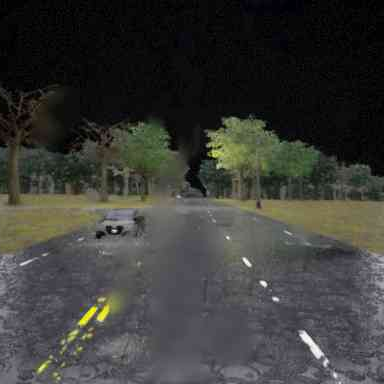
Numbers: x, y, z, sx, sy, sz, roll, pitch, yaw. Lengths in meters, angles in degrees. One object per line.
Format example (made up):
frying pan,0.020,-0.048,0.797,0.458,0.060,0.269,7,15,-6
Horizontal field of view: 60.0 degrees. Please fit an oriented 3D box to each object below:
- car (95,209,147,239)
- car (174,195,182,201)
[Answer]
car,-3.499,1.551,16.986,1.994,1.385,4.181,0,0,0
car,-3.559,1.613,88.174,1.812,1.442,4.674,0,0,0
